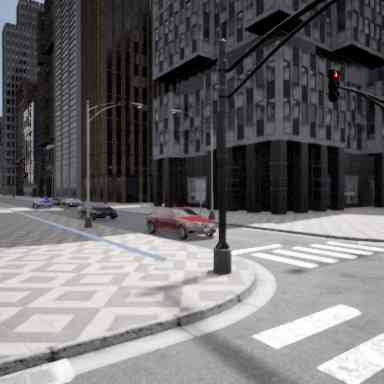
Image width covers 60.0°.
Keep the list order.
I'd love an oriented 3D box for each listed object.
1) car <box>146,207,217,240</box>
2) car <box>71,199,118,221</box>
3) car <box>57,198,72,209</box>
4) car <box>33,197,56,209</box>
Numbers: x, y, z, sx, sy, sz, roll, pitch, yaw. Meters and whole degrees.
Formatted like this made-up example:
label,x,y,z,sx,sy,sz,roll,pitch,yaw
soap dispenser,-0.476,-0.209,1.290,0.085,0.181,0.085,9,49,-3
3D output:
label,x,y,z,sx,sy,sz,roll,pitch,yaw
car,-0.729,1.503,17.302,1.812,1.442,4.674,0,0,-37
car,-7.908,1.510,27.356,2.033,1.411,5.357,0,0,-36
car,-16.071,1.540,44.216,1.895,1.301,4.718,0,0,-35
car,-20.074,1.471,44.545,1.812,1.442,4.674,0,0,-35
